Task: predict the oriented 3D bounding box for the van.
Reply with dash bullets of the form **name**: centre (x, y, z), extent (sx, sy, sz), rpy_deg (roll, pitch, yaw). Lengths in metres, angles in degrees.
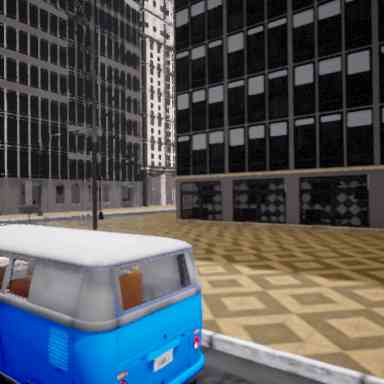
- **van**: centre (-1.779, 1.381, 4.246), extent (3.998, 1.788, 1.690), rpy_deg (-1, -1, 35)
